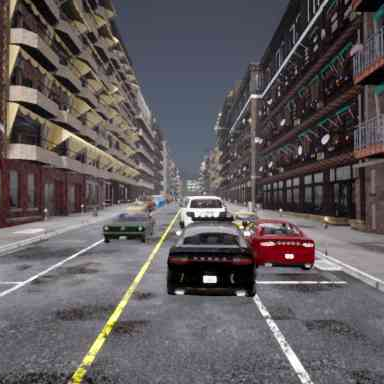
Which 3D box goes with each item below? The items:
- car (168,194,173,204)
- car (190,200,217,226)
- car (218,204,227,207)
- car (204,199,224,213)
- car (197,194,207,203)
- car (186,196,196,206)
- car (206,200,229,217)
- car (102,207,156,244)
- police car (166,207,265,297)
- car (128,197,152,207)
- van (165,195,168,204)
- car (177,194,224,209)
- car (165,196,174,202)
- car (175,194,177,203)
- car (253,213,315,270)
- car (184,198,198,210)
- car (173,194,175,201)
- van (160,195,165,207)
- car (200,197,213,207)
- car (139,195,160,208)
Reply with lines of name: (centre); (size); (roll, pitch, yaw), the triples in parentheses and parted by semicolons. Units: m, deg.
car: (-5.487, 1.456, 66.288); (2.192, 1.841, 5.009); (1, 0, 0)
car: (0.752, 1.482, 24.800); (1.801, 1.575, 5.366); (0, 0, 0)
car: (2.536, 1.540, 16.644); (1.752, 1.417, 4.829); (1, 0, 0)
car: (2.470, 1.606, 38.596); (2.008, 1.369, 4.403); (1, 0, 0)
car: (2.326, 1.500, 77.312); (2.192, 1.841, 5.009); (1, 0, 0)
car: (-0.178, 1.595, 60.152); (1.882, 1.535, 5.008); (0, 0, 0)
car: (2.486, 1.588, 33.064); (1.887, 1.381, 4.507); (1, 0, 0)
car: (-2.899, 1.614, 16.141); (1.895, 1.301, 4.718); (0, 0, 0)
police car: (0.547, 1.432, 8.789); (1.930, 1.638, 5.238); (0, 0, 5)
car: (-5.393, 1.569, 32.934); (1.752, 1.417, 4.829); (2, 0, 0)
van: (-5.455, 1.442, 55.227); (1.690, 1.788, 3.998); (1, 0, 0)
car: (0.517, 1.241, 18.577); (2.150, 2.045, 5.566); (0, 0, -4)
car: (-5.543, 1.775, 82.879); (1.947, 1.339, 4.313); (1, 0, 0)
car: (-2.978, 1.674, 76.847); (2.128, 1.511, 4.902); (0, 0, 0)
car: (2.552, 1.553, 10.942); (1.887, 1.381, 4.507); (1, 0, 0)
car: (-0.129, 1.577, 45.620); (1.837, 1.490, 4.892); (0, 0, 0)
car: (-5.503, 1.477, 71.817); (2.192, 1.841, 5.009); (1, 0, 0)
van: (-5.438, 1.424, 49.695); (1.690, 1.788, 3.998); (2, 0, 0)
car: (2.421, 1.646, 55.188); (1.887, 1.381, 4.507); (1, 0, 0)
car: (-5.404, 1.371, 38.636); (2.192, 1.841, 5.009); (2, 0, 0)
